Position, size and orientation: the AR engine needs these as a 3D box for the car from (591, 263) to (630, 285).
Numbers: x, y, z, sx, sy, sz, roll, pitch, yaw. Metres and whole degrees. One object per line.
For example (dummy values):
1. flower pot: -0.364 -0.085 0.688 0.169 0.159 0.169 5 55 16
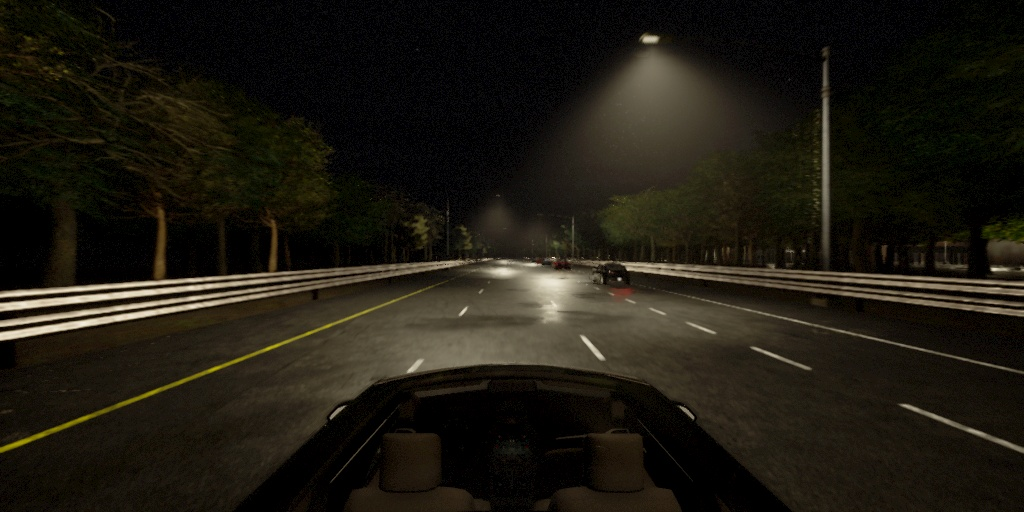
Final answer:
1. car: 7.000 1.271 25.769 1.837 1.490 4.892 0 0 0

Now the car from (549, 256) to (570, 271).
1. car: 7.042 1.146 51.628 2.097 1.767 4.553 0 0 0
